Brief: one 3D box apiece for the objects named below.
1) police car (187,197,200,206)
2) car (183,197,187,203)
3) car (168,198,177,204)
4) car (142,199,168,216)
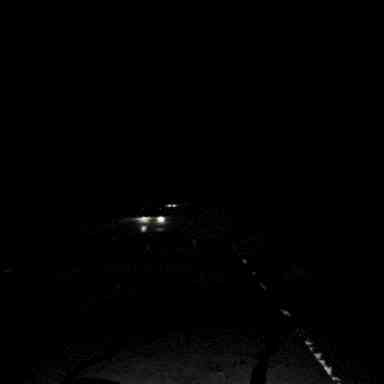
[{"bbox_3d":[0.473,1.862,65.221,1.930,1.638,5.238,0,-1,-1],"label":"police car"},{"bbox_3d":[-1.229,2.041,84.275,2.128,1.511,4.902,0,-1,-2],"label":"car"},{"bbox_3d":[-4.484,1.988,74.748,2.128,1.511,4.902,0,-1,-1],"label":"car"},{"bbox_3d":[-3.809,1.577,33.501,1.882,1.535,5.008,0,0,-1],"label":"car"}]
